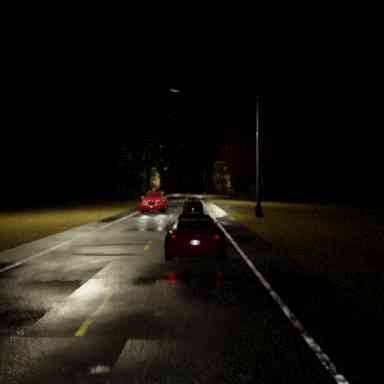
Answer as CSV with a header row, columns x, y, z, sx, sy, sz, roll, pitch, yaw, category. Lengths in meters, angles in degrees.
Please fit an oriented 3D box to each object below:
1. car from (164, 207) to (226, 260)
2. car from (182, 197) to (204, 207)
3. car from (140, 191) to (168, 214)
x,y,z,sx,sy,sz,roll,pitch,yaw,category
0.100,1.465,11.985,1.994,1.385,4.181,0,1,0,car
0.093,1.239,32.385,1.837,1.490,4.892,0,1,0,car
-3.585,0.958,32.084,2.150,2.045,5.566,0,0,0,car
